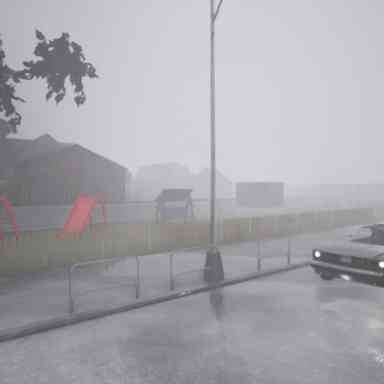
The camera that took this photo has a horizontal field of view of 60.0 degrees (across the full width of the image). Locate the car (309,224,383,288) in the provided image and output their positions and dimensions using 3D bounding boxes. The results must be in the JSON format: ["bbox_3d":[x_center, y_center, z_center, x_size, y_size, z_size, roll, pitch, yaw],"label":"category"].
[{"bbox_3d":[5.102,1.539,8.615,4.718,1.301,1.895,-1,0,-38],"label":"car"}]
